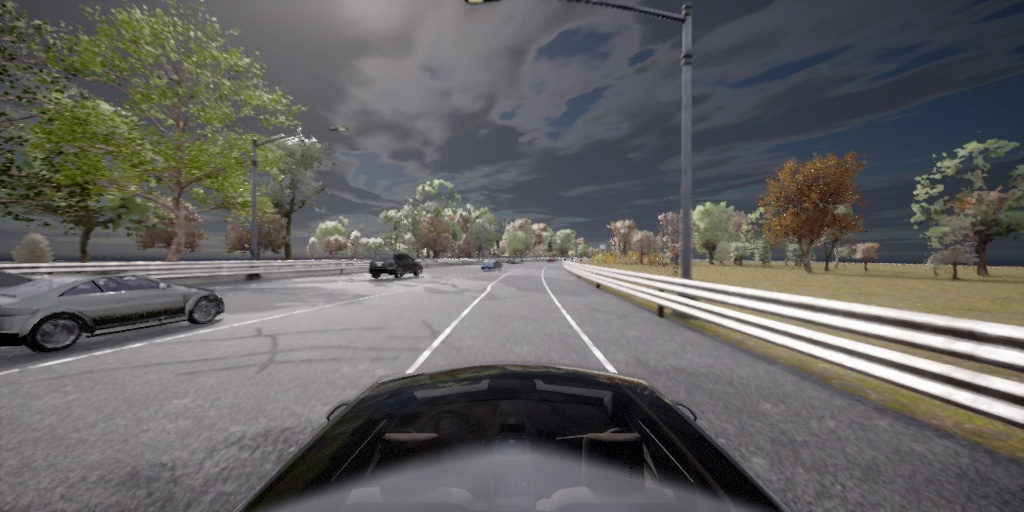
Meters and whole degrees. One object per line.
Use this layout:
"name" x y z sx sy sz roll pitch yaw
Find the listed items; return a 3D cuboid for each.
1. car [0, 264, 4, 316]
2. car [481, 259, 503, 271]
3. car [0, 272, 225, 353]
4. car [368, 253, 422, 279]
"car" -16.016 0.983 8.130 1.837 1.490 4.892 0 0 8
"car" -2.551 1.135 46.210 2.033 1.411 5.357 0 0 11
"car" -8.957 1.065 8.034 1.994 1.385 4.181 0 0 8
"car" -9.261 0.757 28.877 2.150 2.045 5.566 0 0 10
